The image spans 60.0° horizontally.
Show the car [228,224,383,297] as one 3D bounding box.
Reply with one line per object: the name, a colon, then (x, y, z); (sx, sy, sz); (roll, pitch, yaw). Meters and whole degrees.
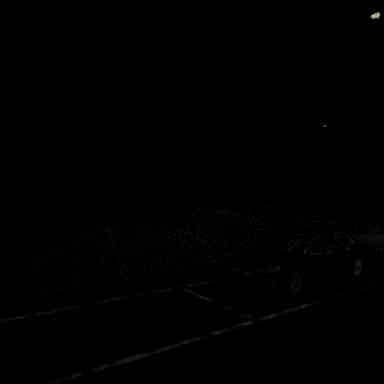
car: (2.892, 1.627, 8.709); (4.403, 1.369, 2.008); (1, 0, -35)
